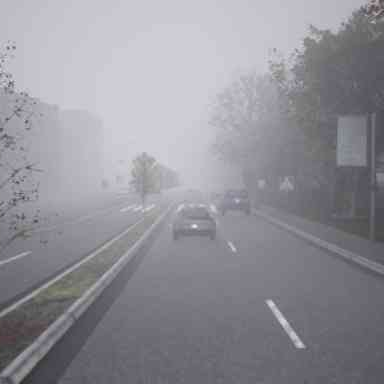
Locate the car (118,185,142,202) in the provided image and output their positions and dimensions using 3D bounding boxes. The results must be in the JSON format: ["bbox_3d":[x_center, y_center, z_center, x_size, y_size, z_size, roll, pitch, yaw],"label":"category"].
[{"bbox_3d":[-8.136,0.187,43.032,2.435,2.045,5.566,0,2,0],"label":"car"}]

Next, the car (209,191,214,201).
[{"bbox_3d":[3.263,0.534,43.729,1.895,1.301,4.718,0,2,0],"label":"car"}]

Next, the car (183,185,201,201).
[{"bbox_3d":[0.113,0.329,42.349,2.097,1.767,4.553,0,2,0],"label":"car"}]

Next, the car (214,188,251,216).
[{"bbox_3d":[3.257,0.710,26.598,2.150,2.045,5.566,0,2,0],"label":"car"}]

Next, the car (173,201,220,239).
[{"bbox_3d":[0.106,1.380,16.372,1.994,1.385,4.181,0,2,0],"label":"car"}]
